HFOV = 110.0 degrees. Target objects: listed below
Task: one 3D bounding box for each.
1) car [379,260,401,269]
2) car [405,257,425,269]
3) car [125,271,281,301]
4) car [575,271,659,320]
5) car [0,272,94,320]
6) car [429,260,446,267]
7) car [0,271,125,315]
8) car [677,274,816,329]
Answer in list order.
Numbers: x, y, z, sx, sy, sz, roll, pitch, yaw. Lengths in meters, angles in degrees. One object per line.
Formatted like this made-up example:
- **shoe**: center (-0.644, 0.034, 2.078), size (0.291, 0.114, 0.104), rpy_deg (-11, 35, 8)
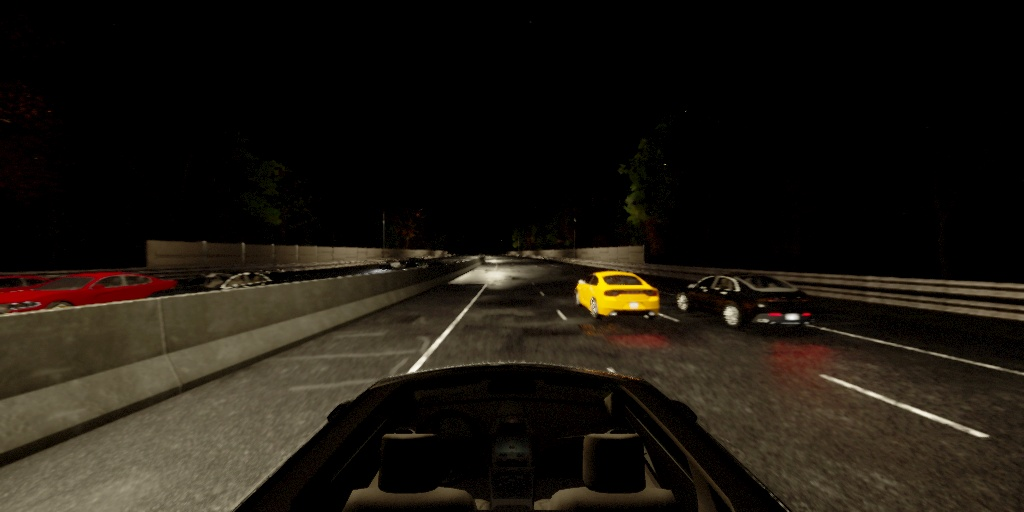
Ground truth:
- **car**: center (-18.230, 1.296, 53.698), size (1.895, 1.301, 4.718), rpy_deg (0, 1, -1)
- **car**: center (-14.754, 1.036, 54.622), size (2.097, 1.767, 4.553), rpy_deg (0, 1, -1)
- **car**: center (-10.624, 1.337, 13.198), size (1.837, 1.490, 4.892), rpy_deg (0, 0, 0)
- **car**: center (3.573, 1.296, 13.017), size (1.882, 1.535, 5.008), rpy_deg (0, 0, 0)
- **car**: center (-17.618, 1.357, 11.998), size (1.812, 1.442, 4.674), rpy_deg (0, 0, 0)
- **car**: center (-11.246, 1.285, 54.452), size (1.895, 1.301, 4.718), rpy_deg (0, 1, -1)
- **car**: center (-14.120, 1.306, 12.089), size (1.882, 1.535, 5.008), rpy_deg (0, 0, 0)
- **car**: center (7.079, 1.311, 11.491), size (1.837, 1.490, 4.892), rpy_deg (0, 0, 0)
